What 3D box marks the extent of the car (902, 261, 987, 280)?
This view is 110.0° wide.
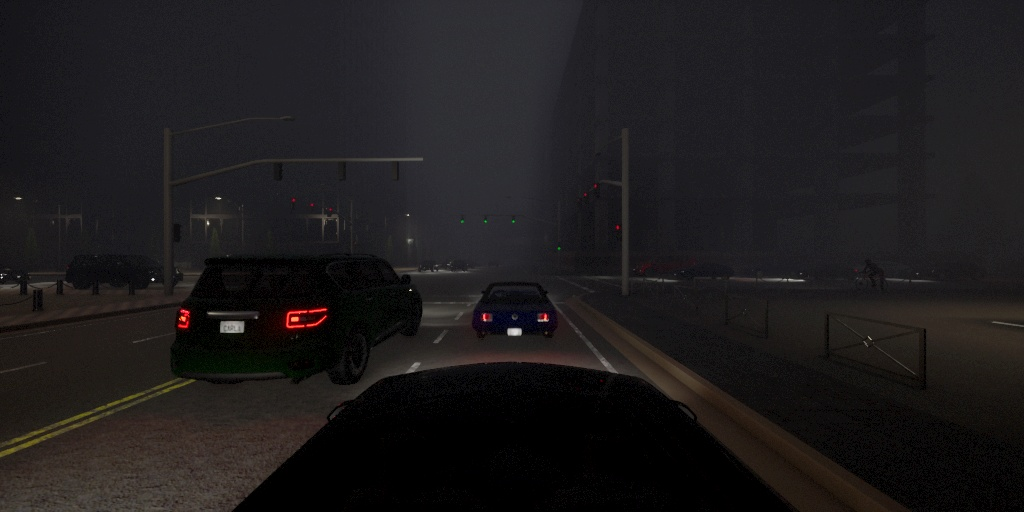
[{"bbox_3d":[35.587,1.199,29.335,4.892,1.490,1.837,0,0,0],"label":"car"}]

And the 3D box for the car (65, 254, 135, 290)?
[{"bbox_3d":[-23.233,0.916,21.592,5.566,2.045,2.150,0,0,0],"label":"car"}]

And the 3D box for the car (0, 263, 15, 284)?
[{"bbox_3d":[-34.157,1.242,21.588,5.357,1.411,2.033,0,0,0],"label":"car"}]

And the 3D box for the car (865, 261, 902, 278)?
[{"bbox_3d":[33.633,1.220,32.830,4.674,1.442,1.812,0,0,0],"label":"car"}]

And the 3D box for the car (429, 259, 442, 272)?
[{"bbox_3d":[-10.636,1.255,45.893,1.837,1.490,4.892,0,0,0],"label":"car"}]

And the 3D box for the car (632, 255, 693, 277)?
[{"bbox_3d":[13.909,0.917,32.758,5.566,2.045,2.150,0,0,0],"label":"car"}]

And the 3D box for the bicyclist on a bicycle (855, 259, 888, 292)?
[{"bbox_3d":[18.317,0.998,18.292,0.582,1.620,1.656,0,0,0],"label":"bicyclist on a bicycle"}]

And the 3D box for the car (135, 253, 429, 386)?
[{"bbox_3d":[-3.443,0.972,7.121,2.150,2.045,5.566,0,0,0],"label":"car"}]

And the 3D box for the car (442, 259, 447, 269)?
[{"bbox_3d":[-10.634,1.241,55.236,2.128,1.511,4.902,0,0,0],"label":"car"}]

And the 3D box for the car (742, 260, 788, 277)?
[{"bbox_3d":[23.639,1.172,32.796,5.008,1.535,1.882,0,0,-1],"label":"car"}]

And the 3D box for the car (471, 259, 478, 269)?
[{"bbox_3d":[-7.130,1.228,57.975,1.882,1.535,5.008,0,0,0],"label":"car"}]

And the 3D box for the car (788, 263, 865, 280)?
[{"bbox_3d":[25.593,1.259,29.306,4.181,1.385,1.994,0,0,0],"label":"car"}]

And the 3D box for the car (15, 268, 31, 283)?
[{"bbox_3d":[-36.935,1.199,25.116,4.892,1.490,1.837,0,0,1],"label":"car"}]

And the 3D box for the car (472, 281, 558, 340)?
[{"bbox_3d":[0.075,1.351,9.965,1.895,1.301,4.718,0,0,0],"label":"car"}]

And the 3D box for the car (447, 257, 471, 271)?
[{"bbox_3d":[-7.136,1.255,48.517,1.837,1.490,4.892,0,0,0],"label":"car"}]

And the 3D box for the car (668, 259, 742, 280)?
[{"bbox_3d":[15.629,1.220,29.243,4.674,1.442,1.812,0,0,0],"label":"car"}]
